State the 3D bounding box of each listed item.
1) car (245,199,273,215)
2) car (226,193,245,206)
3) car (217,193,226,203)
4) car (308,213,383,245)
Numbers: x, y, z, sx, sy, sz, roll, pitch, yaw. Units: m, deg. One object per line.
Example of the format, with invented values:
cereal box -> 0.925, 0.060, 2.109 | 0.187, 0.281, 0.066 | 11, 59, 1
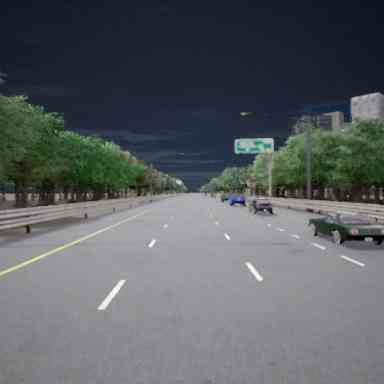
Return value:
car -> 7.064, 1.502, 34.461 | 1.837, 1.490, 4.892 | 0, 0, 0
car -> 7.148, 1.219, 53.018 | 2.150, 2.045, 5.566 | 0, 0, 0
car -> 7.234, 1.185, 70.781 | 2.150, 2.045, 5.566 | 0, 0, 0
car -> 7.012, 1.603, 15.413 | 1.895, 1.301, 4.718 | 0, 0, 0
